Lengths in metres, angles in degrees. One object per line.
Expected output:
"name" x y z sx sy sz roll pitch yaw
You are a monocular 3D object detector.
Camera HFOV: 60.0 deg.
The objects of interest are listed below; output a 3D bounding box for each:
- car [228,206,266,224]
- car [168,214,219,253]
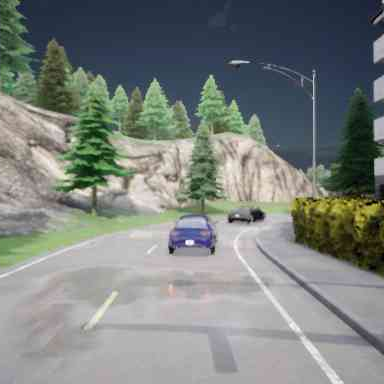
"car" 4.586 1.823 27.401 1.994 1.385 4.181 0 -1 33
"car" 0.147 1.661 14.245 1.812 1.442 4.674 0 0 6
